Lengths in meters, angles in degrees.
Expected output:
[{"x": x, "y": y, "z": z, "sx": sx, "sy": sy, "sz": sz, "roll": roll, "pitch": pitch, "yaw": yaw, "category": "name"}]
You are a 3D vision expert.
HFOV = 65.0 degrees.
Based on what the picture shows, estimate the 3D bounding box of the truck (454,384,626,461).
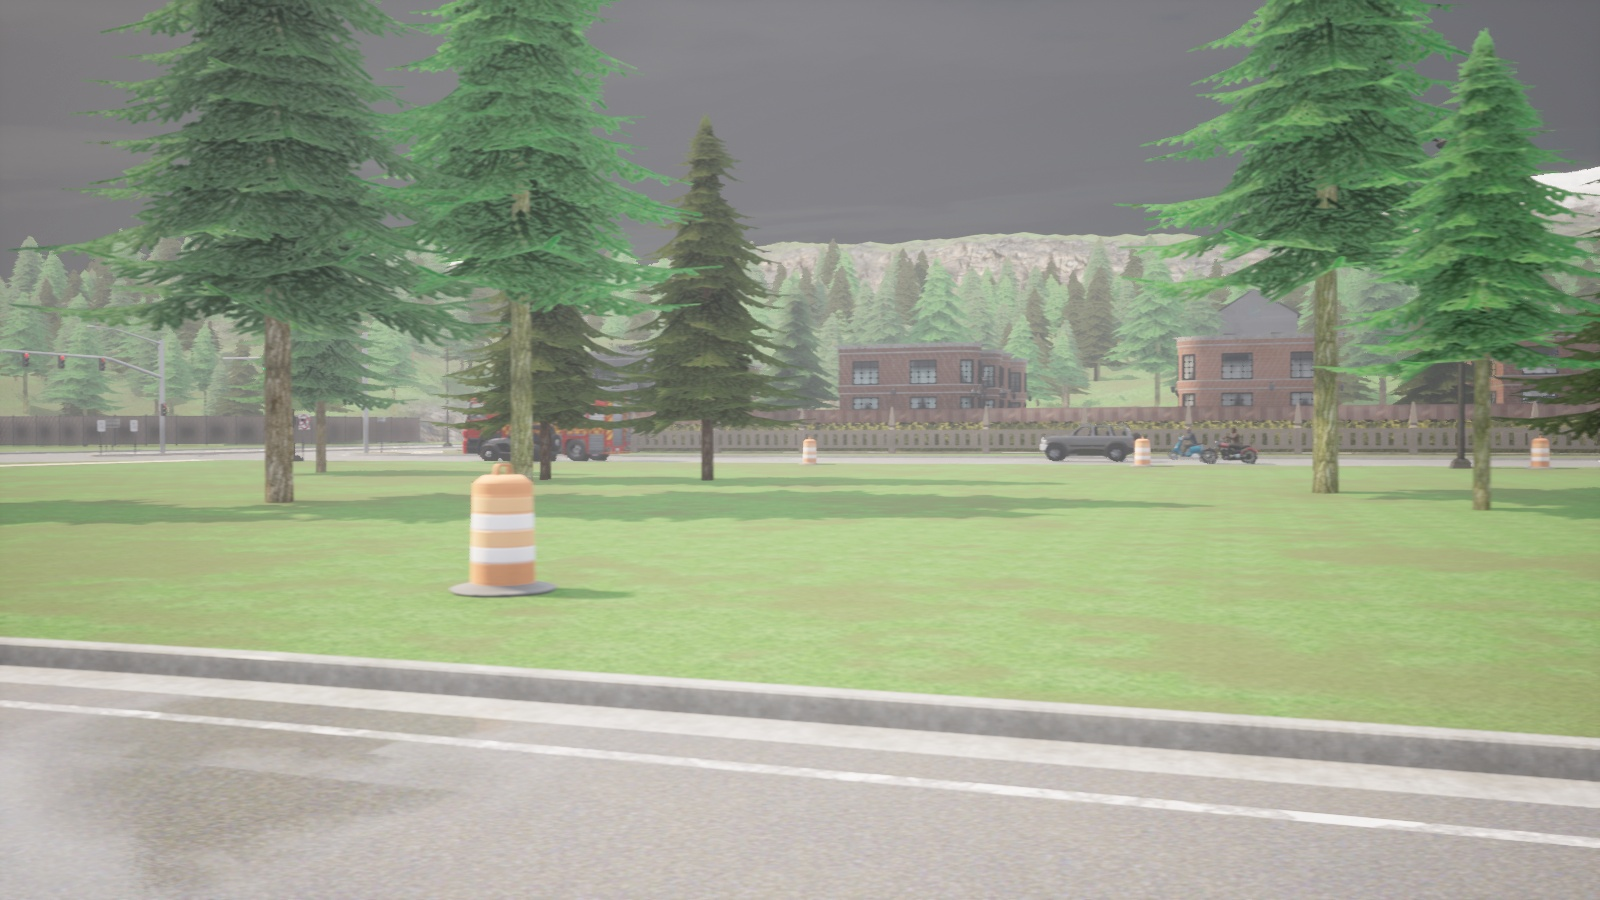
[{"x": -13.482, "y": -1.432, "z": 65.132, "sx": 8.468, "sy": 3.827, "sz": 2.891, "roll": 0, "pitch": 1, "yaw": 18, "category": "truck"}]

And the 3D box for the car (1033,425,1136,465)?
[{"x": 13.572, "y": -0.264, "z": 59.816, "sx": 4.605, "sy": 1.855, "sz": 1.932, "roll": 1, "pitch": 1, "yaw": 18, "category": "car"}]

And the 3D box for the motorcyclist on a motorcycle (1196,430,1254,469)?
[{"x": 18.452, "y": -0.026, "z": 54.502, "sx": 2.350, "sy": 1.649, "sz": 0.766, "roll": 0, "pitch": 1, "yaw": 18, "category": "motorcyclist on a motorcycle"}]

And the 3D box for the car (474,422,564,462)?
[{"x": -13.758, "y": -0.415, "z": 61.550, "sx": 3.866, "sy": 1.878, "sz": 1.905, "roll": 1, "pitch": 1, "yaw": 18, "category": "car"}]

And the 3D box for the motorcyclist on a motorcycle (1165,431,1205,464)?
[{"x": 18.929, "y": -0.137, "z": 61.720, "sx": 1.817, "sy": 1.590, "sz": 0.866, "roll": 1, "pitch": 1, "yaw": 18, "category": "motorcyclist on a motorcycle"}]
